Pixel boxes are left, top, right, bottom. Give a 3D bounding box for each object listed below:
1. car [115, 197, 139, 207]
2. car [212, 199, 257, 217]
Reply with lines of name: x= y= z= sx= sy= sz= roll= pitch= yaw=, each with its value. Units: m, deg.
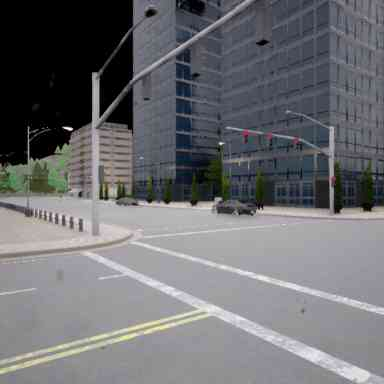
car: x=-9.955 y=1.492 z=50.520 sx=2.033 sy=1.411 sz=5.357 roll=0 pitch=0 yaw=-35
car: x=3.838 y=1.449 z=30.696 sx=1.837 sy=1.490 sz=4.892 roll=-1 pitch=0 yaw=-35
